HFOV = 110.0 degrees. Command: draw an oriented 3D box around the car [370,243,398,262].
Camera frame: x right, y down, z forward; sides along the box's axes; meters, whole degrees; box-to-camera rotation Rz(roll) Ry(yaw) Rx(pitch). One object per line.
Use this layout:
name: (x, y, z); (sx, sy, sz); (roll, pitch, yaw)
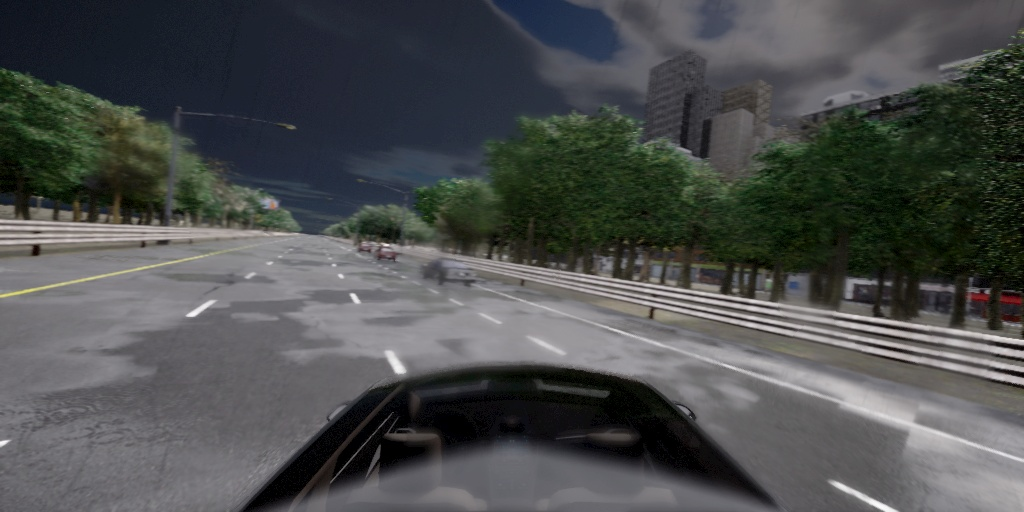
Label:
car: (-13.309, -0.250, 37.618); (1.812, 1.442, 4.674); (6, 0, -29)

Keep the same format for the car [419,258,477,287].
car: (-3.684, 0.843, 20.126); (2.033, 1.411, 5.357); (6, 0, -29)

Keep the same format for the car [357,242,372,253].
car: (-21.937, -1.211, 53.429); (1.812, 1.442, 4.674); (6, 0, -27)
